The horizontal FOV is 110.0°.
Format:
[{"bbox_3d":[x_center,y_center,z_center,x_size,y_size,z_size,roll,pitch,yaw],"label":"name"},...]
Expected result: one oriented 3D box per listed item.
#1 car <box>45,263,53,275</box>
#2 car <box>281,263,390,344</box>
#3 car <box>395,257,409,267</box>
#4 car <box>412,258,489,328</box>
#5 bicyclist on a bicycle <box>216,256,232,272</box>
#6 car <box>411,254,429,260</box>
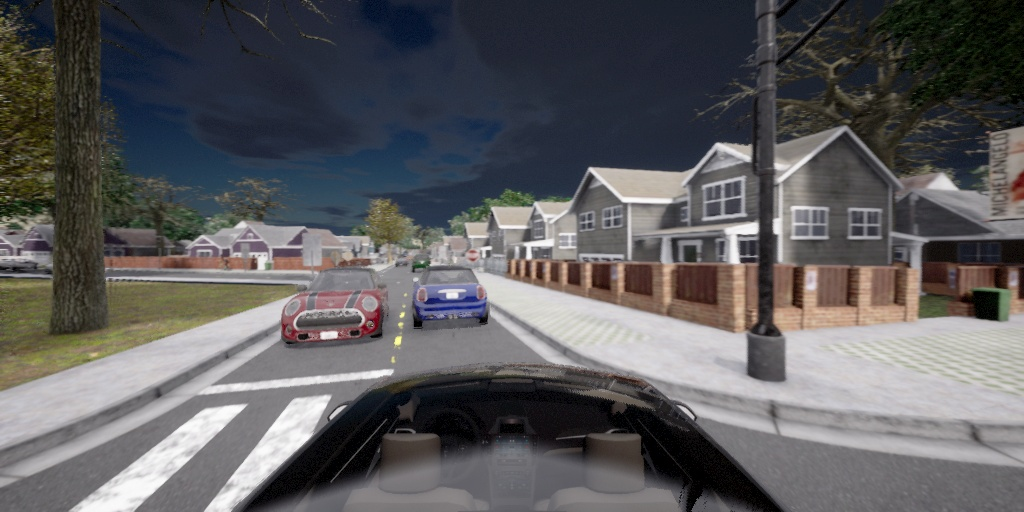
[{"bbox_3d":[-43.586,1.146,35.393,4.674,1.442,1.812,0,1,14],"label":"car"},{"bbox_3d":[-4.578,1.115,9.906,2.097,1.767,4.553,-1,0,-16],"label":"car"},{"bbox_3d":[-18.969,1.107,61.649,1.882,1.535,5.008,-1,0,-15],"label":"car"},{"bbox_3d":[-2.132,1.071,11.666,2.097,1.767,4.553,-1,0,-15],"label":"car"},{"bbox_3d":[-30.682,0.833,38.200,0.582,1.620,1.656,0,1,14],"label":"bicyclist on a bicycle"},{"bbox_3d":[-10.924,0.840,43.347,2.150,2.045,5.566,-1,1,-15],"label":"car"}]
